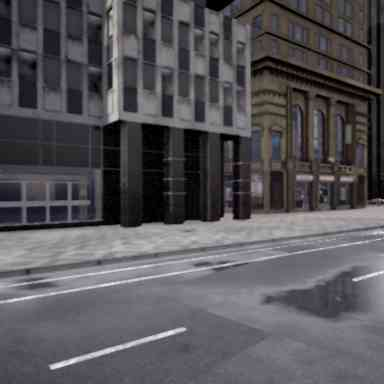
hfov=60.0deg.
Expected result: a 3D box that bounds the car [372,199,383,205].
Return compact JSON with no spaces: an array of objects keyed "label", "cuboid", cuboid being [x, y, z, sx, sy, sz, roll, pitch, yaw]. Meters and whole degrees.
[{"label":"car","cuboid":[37.695,2.042,68.379,1.802,1.307,4.206,-1,0,-35]}]

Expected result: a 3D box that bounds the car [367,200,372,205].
[{"label":"car","cuboid":[30.956,2.039,63.119,2.008,1.369,4.403,-1,0,-35]}]
